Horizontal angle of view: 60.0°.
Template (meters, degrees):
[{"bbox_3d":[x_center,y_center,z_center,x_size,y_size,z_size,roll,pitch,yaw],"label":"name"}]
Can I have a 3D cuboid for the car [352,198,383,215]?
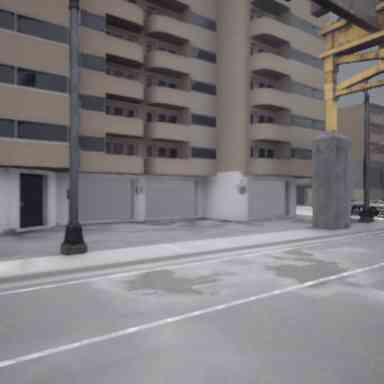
[{"bbox_3d":[19.108,1.460,33.787,4.974,1.542,2.038,0,0,34],"label":"car"}]

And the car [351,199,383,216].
[{"bbox_3d":[15.533,1.459,31.638,2.038,1.542,4.974,0,0,-11],"label":"car"}]

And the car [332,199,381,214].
[{"bbox_3d":[15.523,1.302,31.689,1.853,1.218,4.536,0,0,-11],"label":"car"}]
